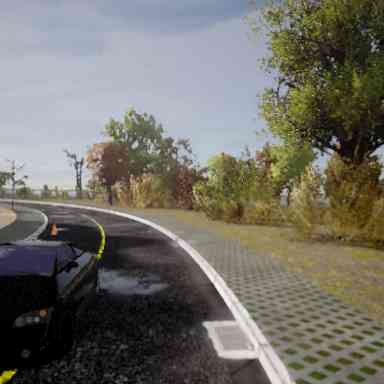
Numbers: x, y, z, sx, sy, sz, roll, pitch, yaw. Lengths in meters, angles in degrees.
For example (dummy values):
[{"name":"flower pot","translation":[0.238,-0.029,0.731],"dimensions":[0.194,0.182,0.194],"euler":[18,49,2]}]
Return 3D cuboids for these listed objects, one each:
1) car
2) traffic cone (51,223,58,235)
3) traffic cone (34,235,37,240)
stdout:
[{"name":"car","translation":[-2.865,1.582,5.784],"dimensions":[1.994,1.385,4.181],"euler":[0,0,-6]},{"name":"traffic cone","translation":[-7.214,1.941,17.435],"dimensions":[0.340,0.580,0.340],"euler":[0,0,-17]},{"name":"traffic cone","translation":[-6.013,1.964,12.781],"dimensions":[0.340,0.580,0.340],"euler":[0,0,-12]}]
